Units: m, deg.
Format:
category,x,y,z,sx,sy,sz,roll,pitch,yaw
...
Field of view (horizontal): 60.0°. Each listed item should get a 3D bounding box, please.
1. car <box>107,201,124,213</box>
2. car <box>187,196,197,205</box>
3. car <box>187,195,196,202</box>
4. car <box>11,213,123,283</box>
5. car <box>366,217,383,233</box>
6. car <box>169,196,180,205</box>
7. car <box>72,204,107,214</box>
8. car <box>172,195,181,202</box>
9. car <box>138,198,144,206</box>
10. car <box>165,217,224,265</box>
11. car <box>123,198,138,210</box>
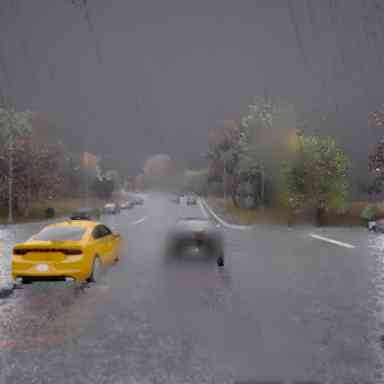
category,x,y,z,sx,sy,sz,roll,pitch,yaw
car,-10.604,2.206,43.711,1.812,1.442,4.674,0,0,0
car,-0.030,1.741,65.393,2.128,1.511,4.902,0,2,0
car,-0.152,1.528,75.829,1.994,1.385,4.181,0,2,-3
car,-3.407,1.620,10.060,1.882,1.535,5.008,0,-1,0
car,13.500,1.879,20.738,4.902,1.511,2.128,0,-1,-3
car,-3.531,1.743,65.775,1.837,1.490,4.892,0,2,0
car,-10.627,2.193,33.838,2.033,1.411,5.357,0,-1,1
car,-3.653,1.522,75.842,1.994,1.385,4.181,0,2,-3
car,-10.530,1.823,64.392,2.033,1.411,5.357,0,2,0
car,0.095,1.675,12.428,1.882,1.535,5.008,0,-1,0
car,-10.566,2.039,53.814,2.128,1.511,4.902,0,1,0
